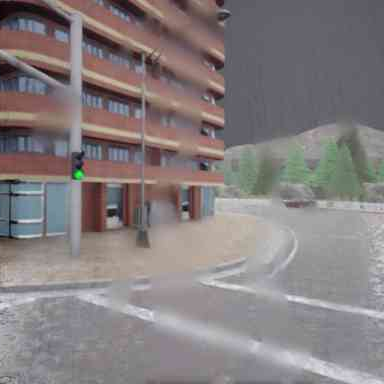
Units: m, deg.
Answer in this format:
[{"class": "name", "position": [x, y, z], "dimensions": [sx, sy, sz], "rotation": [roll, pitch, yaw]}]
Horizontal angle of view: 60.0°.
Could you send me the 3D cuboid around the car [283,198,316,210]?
[{"class": "car", "position": [14.072, 1.533, 43.897], "dimensions": [1.882, 1.535, 5.008], "rotation": [1, 0, -23]}]
